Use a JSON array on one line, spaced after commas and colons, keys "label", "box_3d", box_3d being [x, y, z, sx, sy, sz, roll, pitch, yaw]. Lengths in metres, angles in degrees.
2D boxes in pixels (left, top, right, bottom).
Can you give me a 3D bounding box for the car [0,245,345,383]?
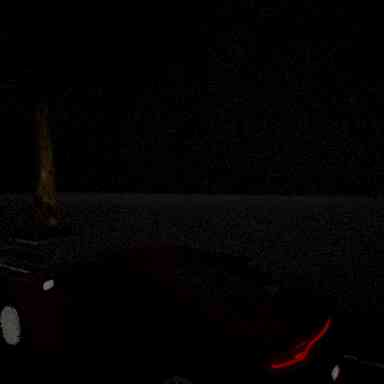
[{"label": "car", "box_3d": [-0.699, 1.472, 4.493, 5.008, 1.535, 1.882, 0, 0, 36]}]
